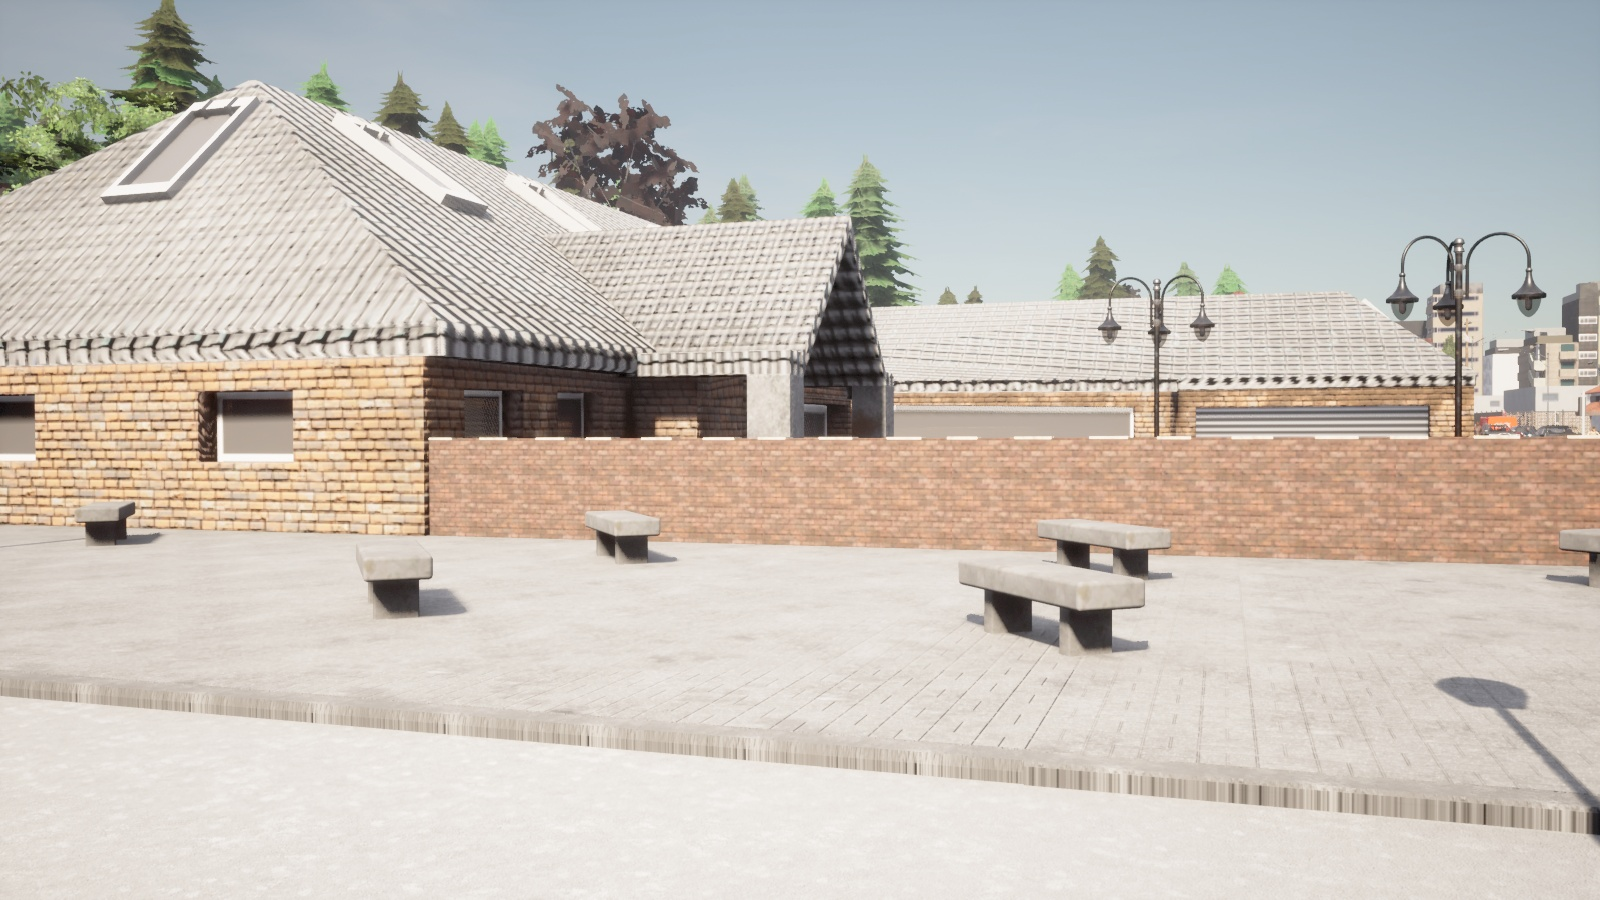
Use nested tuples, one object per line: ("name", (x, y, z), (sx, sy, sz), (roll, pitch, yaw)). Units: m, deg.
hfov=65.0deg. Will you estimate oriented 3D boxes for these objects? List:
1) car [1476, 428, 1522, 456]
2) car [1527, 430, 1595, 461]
("car", (47.662, -0.551, 85.748), (1.932, 1.855, 4.605), (1, 1, 18))
("car", (42.318, -0.290, 69.938), (2.242, 1.667, 4.611), (1, 1, 19))
